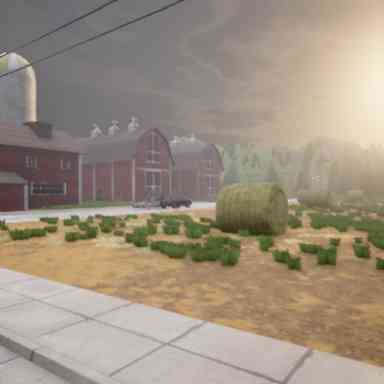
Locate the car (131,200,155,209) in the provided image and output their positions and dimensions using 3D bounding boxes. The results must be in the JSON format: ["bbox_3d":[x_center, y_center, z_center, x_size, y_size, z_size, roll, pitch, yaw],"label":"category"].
[{"bbox_3d":[-6.567,1.748,48.045,1.895,1.301,4.718,0,0,35],"label":"car"}]

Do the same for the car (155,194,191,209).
[{"bbox_3d":[-2.352,1.351,47.879,2.150,2.045,5.566,0,0,35],"label":"car"}]

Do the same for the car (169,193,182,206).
[{"bbox_3d":[-3.062,1.313,60.349,1.905,1.878,3.866,6,1,-8],"label":"car"}]
